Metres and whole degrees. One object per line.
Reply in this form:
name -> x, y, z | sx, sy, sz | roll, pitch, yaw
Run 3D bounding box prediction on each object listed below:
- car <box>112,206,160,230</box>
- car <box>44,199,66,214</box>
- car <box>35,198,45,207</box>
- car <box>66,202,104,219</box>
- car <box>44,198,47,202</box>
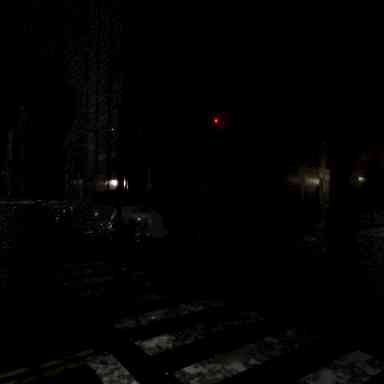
car -> -3.958, 1.697, 22.939 | 1.812, 1.442, 4.674 | 1, -1, -36
car -> -15.702, 1.858, 39.380 | 1.895, 1.301, 4.718 | 1, -1, -35
car -> -27.658, 1.914, 61.642 | 2.128, 1.511, 4.902 | 1, -1, -36
car -> -9.795, 1.706, 31.102 | 2.128, 1.511, 4.902 | 1, -1, -35
car -> -21.839, 1.905, 53.486 | 1.812, 1.442, 4.674 | 1, -1, -35
